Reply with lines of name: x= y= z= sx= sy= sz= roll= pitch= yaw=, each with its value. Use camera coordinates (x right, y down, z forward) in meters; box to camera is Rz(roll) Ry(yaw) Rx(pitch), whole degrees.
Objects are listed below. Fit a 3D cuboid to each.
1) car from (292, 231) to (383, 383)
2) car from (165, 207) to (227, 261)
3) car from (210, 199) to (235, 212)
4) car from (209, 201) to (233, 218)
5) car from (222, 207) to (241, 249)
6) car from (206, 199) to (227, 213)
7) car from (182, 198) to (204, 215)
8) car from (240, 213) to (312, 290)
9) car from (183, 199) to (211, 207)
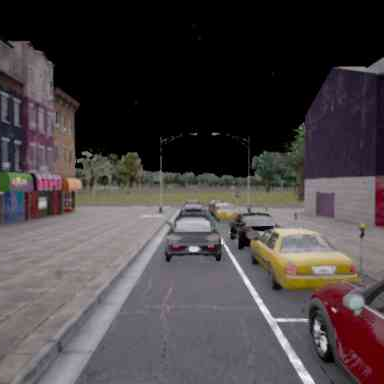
car: x=2.618 y=1.435 z=3.212 sx=1.967 sy=1.590 sz=4.097 roll=-1 pitch=0 yaw=0
car: x=0.030 y=1.506 z=12.072 sx=1.812 sy=1.442 sz=4.674 roll=0 pitch=0 yaw=-1
car: x=2.607 y=1.484 z=25.511 sx=1.752 sy=1.417 sz=4.829 roll=-1 pitch=0 yaw=0
car: x=2.605 y=1.532 z=30.874 sx=1.802 sy=1.307 sz=4.206 roll=-1 pitch=0 yaw=0
car: x=2.614 y=1.542 z=14.277 sx=1.947 sy=1.339 sz=4.313 roll=-1 pitch=0 yaw=0
car: x=2.601 y=1.493 z=36.406 sx=2.008 sy=1.369 sz=4.403 roll=-1 pitch=0 yaw=0
car: x=0.082 y=1.436 z=34.844 sx=2.128 sy=1.511 sz=4.902 roll=0 pitch=0 yaw=0
car: x=2.616 y=1.510 z=8.914 sx=1.752 sy=1.417 sz=4.829 roll=-1 pitch=0 yaw=0
car: x=0.088 y=1.467 z=22.987 sx=1.837 sy=1.490 sz=4.892 roll=0 pitch=0 yaw=0
